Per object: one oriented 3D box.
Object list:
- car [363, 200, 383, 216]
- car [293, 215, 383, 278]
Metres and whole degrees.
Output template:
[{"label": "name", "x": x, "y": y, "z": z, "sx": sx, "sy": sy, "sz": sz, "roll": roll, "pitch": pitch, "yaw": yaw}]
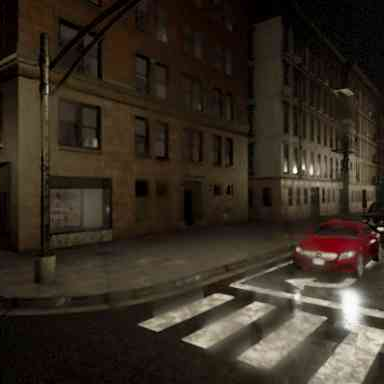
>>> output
[{"label": "car", "x": 11.048, "y": 1.501, "z": 18.520, "sx": 2.150, "sy": 2.045, "sz": 5.566, "roll": 0, "pitch": -1, "yaw": 40}, {"label": "car", "x": 5.000, "y": 1.711, "z": 11.087, "sx": 1.812, "sy": 1.442, "sz": 4.674, "roll": 0, "pitch": -1, "yaw": 39}]
